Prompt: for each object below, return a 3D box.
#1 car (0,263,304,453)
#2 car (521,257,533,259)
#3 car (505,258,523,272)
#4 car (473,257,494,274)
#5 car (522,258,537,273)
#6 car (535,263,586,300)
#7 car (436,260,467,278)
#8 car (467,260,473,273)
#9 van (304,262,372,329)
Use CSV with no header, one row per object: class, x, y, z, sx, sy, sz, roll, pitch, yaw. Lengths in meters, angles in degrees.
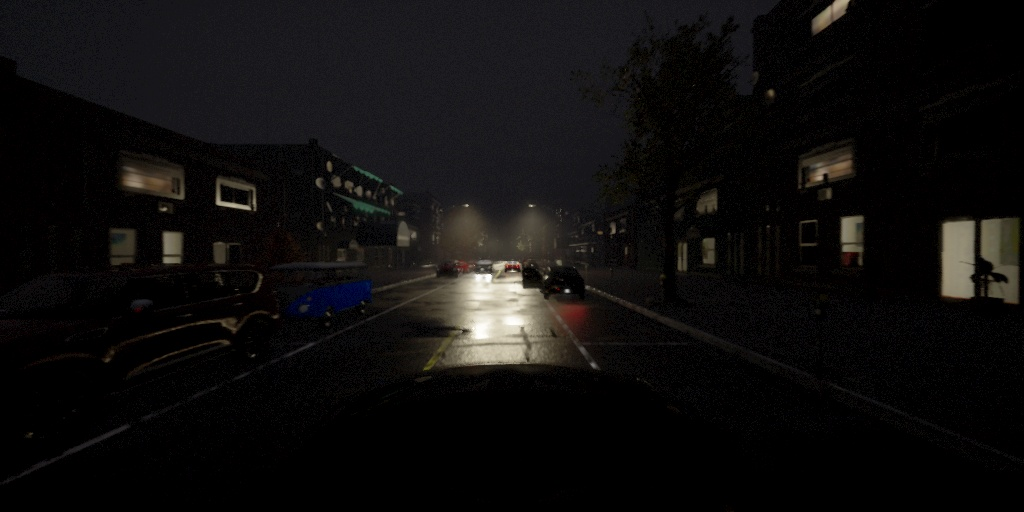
car,-5.686,1.061,5.314,2.192,1.841,5.009,0,0,0
car,2.701,1.212,55.419,1.751,1.417,4.829,0,0,0
car,0.070,1.301,44.598,1.895,1.301,4.718,0,0,0
car,-3.079,1.197,40.414,2.128,1.511,4.902,0,0,0
car,2.700,1.260,49.702,1.948,1.339,4.313,0,0,0
car,2.356,1.237,17.690,1.837,1.490,4.892,0,0,0
car,-5.683,1.154,33.056,1.967,1.591,4.097,0,0,0
car,-5.682,1.252,38.604,1.888,1.381,4.507,0,0,0
van,-5.686,1.081,10.862,1.690,1.789,3.998,0,0,0
